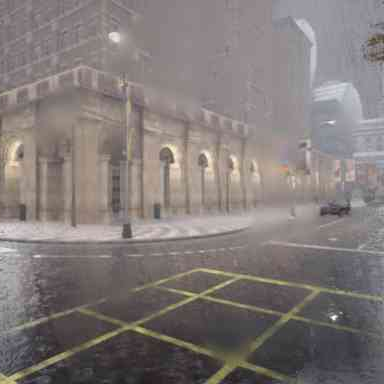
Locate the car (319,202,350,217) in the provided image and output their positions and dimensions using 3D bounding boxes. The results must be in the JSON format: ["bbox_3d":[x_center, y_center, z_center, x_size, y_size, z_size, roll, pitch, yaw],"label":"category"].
[{"bbox_3d":[13.360,1.597,31.112,1.895,1.301,4.718,0,0,36],"label":"car"}]
